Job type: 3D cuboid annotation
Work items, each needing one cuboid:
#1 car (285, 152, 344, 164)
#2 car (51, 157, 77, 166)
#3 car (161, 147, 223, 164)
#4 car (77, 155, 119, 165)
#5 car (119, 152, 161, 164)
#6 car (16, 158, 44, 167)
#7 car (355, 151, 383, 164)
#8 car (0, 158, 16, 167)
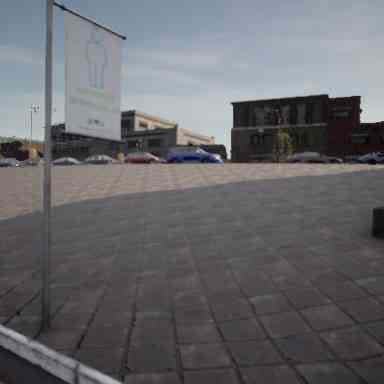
[{"bbox_3d":[10.406,-2.703,28.406,4.674,1.452,2.002,2,1,22],"label":"car"},{"bbox_3d":[-14.794,-3.422,39.884,4.674,1.452,2.002,1,1,28],"label":"car"},{"bbox_3d":[0.222,-3.345,32.648,5.566,2.045,2.435,2,1,25],"label":"car"},{"bbox_3d":[-9.961,-3.360,37.427,4.892,1.521,2.231,1,1,27],"label":"car"},{"bbox_3d":[-4.879,-3.364,34.986,4.553,1.767,2.185,1,1,26],"label":"car"},{"bbox_3d":[-19.658,-3.533,42.490,4.792,1.488,2.163,1,1,29],"label":"car"},{"bbox_3d":[15.577,-2.495,26.423,4.674,1.452,2.002,2,1,21],"label":"car"},{"bbox_3d":[-24.652,-3.793,45.288,4.553,1.767,2.185,1,1,31],"label":"car"}]
